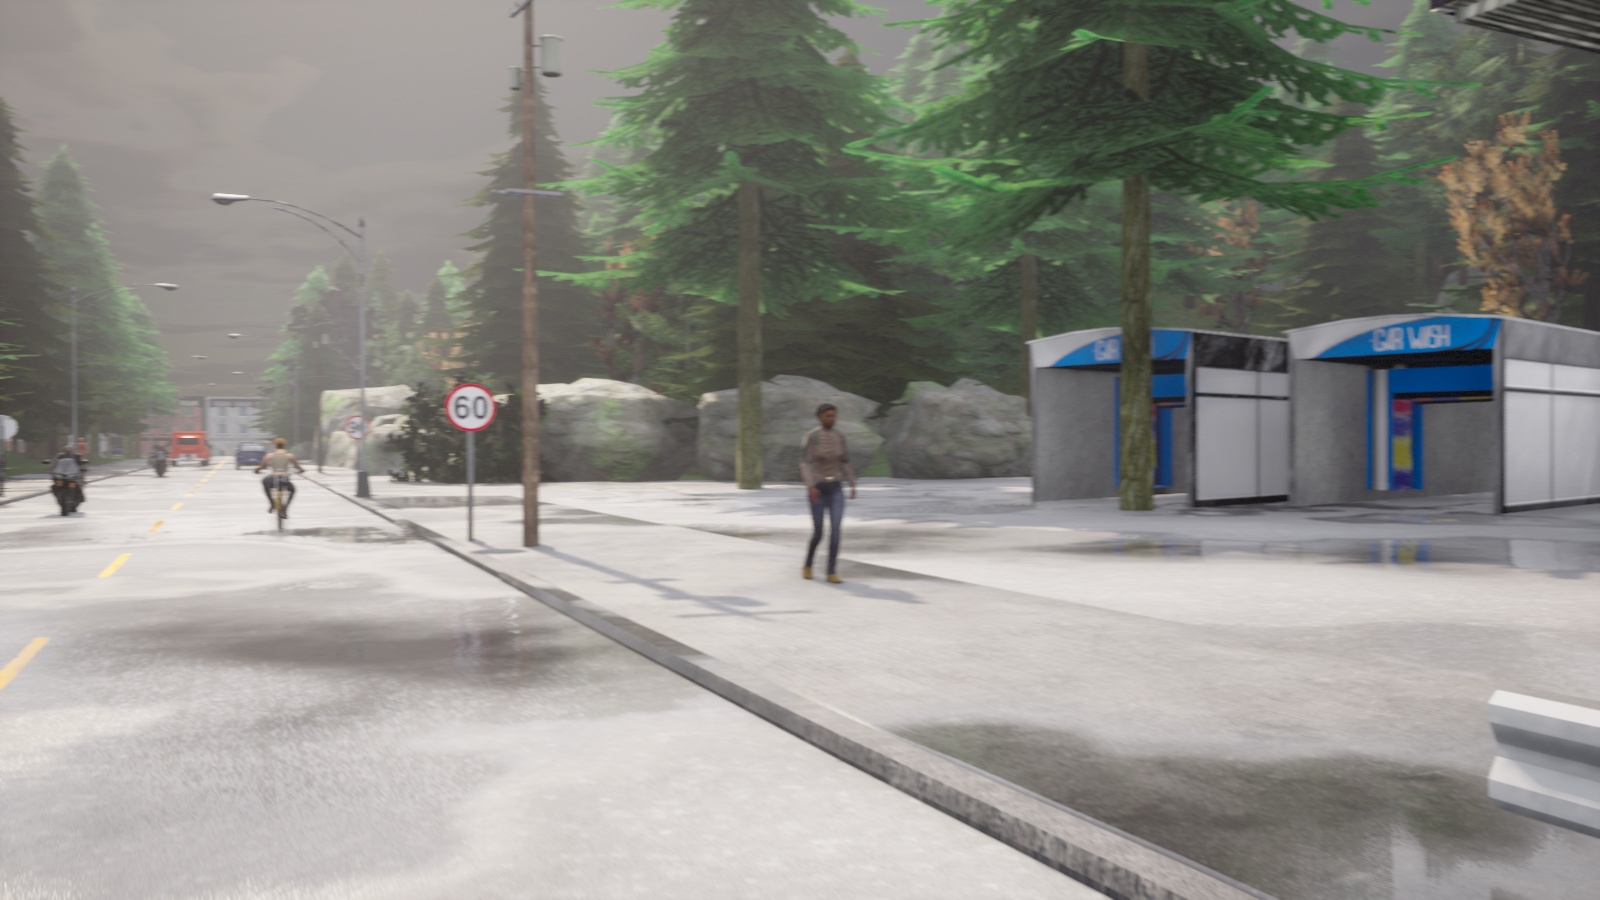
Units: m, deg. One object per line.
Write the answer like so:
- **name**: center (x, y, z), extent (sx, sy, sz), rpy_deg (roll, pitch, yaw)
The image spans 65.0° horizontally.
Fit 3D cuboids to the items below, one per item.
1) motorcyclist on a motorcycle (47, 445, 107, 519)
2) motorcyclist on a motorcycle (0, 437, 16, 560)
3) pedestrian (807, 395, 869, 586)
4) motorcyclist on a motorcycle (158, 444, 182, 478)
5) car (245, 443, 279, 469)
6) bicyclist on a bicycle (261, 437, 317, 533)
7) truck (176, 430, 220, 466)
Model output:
- **motorcyclist on a motorcycle**: center (-15.529, 0.659, 27.015), extent (0.866, 1.530, 2.191), rpy_deg (0, 0, -24)
- **motorcyclist on a motorcycle**: center (-10.810, 0.628, 16.243), extent (0.866, 1.590, 1.817), rpy_deg (0, 0, -24)
- **pedestrian**: center (0.366, 0.384, 12.344), extent (0.328, 1.805, 0.869), rpy_deg (0, 0, -18)
- **motorcyclist on a motorcycle**: center (-28.980, 0.512, 57.777), extent (0.866, 1.530, 2.191), rpy_deg (0, 0, -24)
- **car**: center (-33.273, 0.352, 77.614), extent (1.882, 1.535, 5.008), rpy_deg (0, 0, -24)
- **bicyclist on a bicycle**: center (-8.937, 0.576, 21.923), extent (0.866, 1.612, 1.509), rpy_deg (0, 0, -23)
- **truck**: center (-42.833, -0.156, 89.513), extent (2.627, 2.467, 5.204), rpy_deg (0, 0, -24)
